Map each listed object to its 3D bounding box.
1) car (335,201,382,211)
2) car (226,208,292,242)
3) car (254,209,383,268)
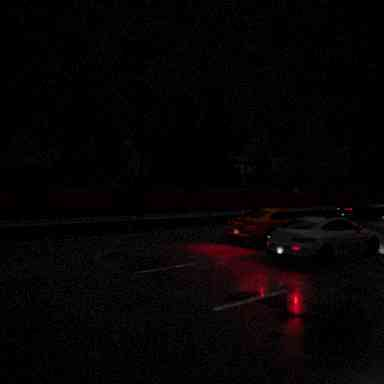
[{"bbox_3d":[13.287,1.489,26.374,4.902,1.511,2.128,0,0,-36],"label":"car"},{"bbox_3d":[3.820,1.477,15.167,5.008,1.535,1.882,0,0,-36],"label":"car"},{"bbox_3d":[4.504,1.526,11.338,4.674,1.442,1.812,0,0,-36],"label":"car"}]
